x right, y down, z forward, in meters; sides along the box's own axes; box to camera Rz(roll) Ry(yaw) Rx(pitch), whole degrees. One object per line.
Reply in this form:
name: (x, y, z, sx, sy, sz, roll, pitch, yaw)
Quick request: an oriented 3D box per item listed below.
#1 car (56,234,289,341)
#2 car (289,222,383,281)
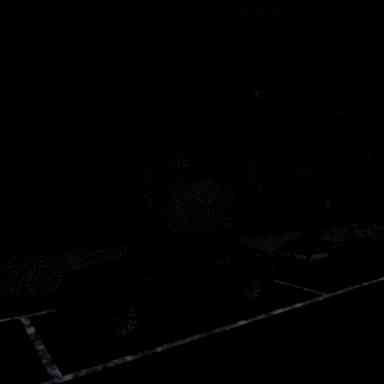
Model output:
car: (-0.325, 1.567, 6.536, 4.313, 1.339, 1.947, 0, 0, -36)
car: (4.288, 1.585, 9.829, 4.206, 1.307, 1.802, 0, 0, -36)
